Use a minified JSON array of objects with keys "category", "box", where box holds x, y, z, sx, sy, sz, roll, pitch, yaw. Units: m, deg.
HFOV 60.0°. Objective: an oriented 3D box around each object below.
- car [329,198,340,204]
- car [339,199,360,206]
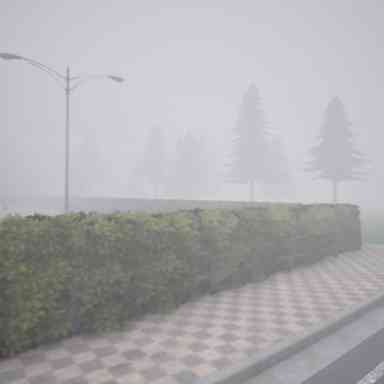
[{"category":"car","box":[33.723,2.183,78.173,2.097,1.767,4.553,0,-1,7]},{"category":"car","box":[32.546,2.336,67.909,2.033,1.411,5.357,0,-1,7]}]
